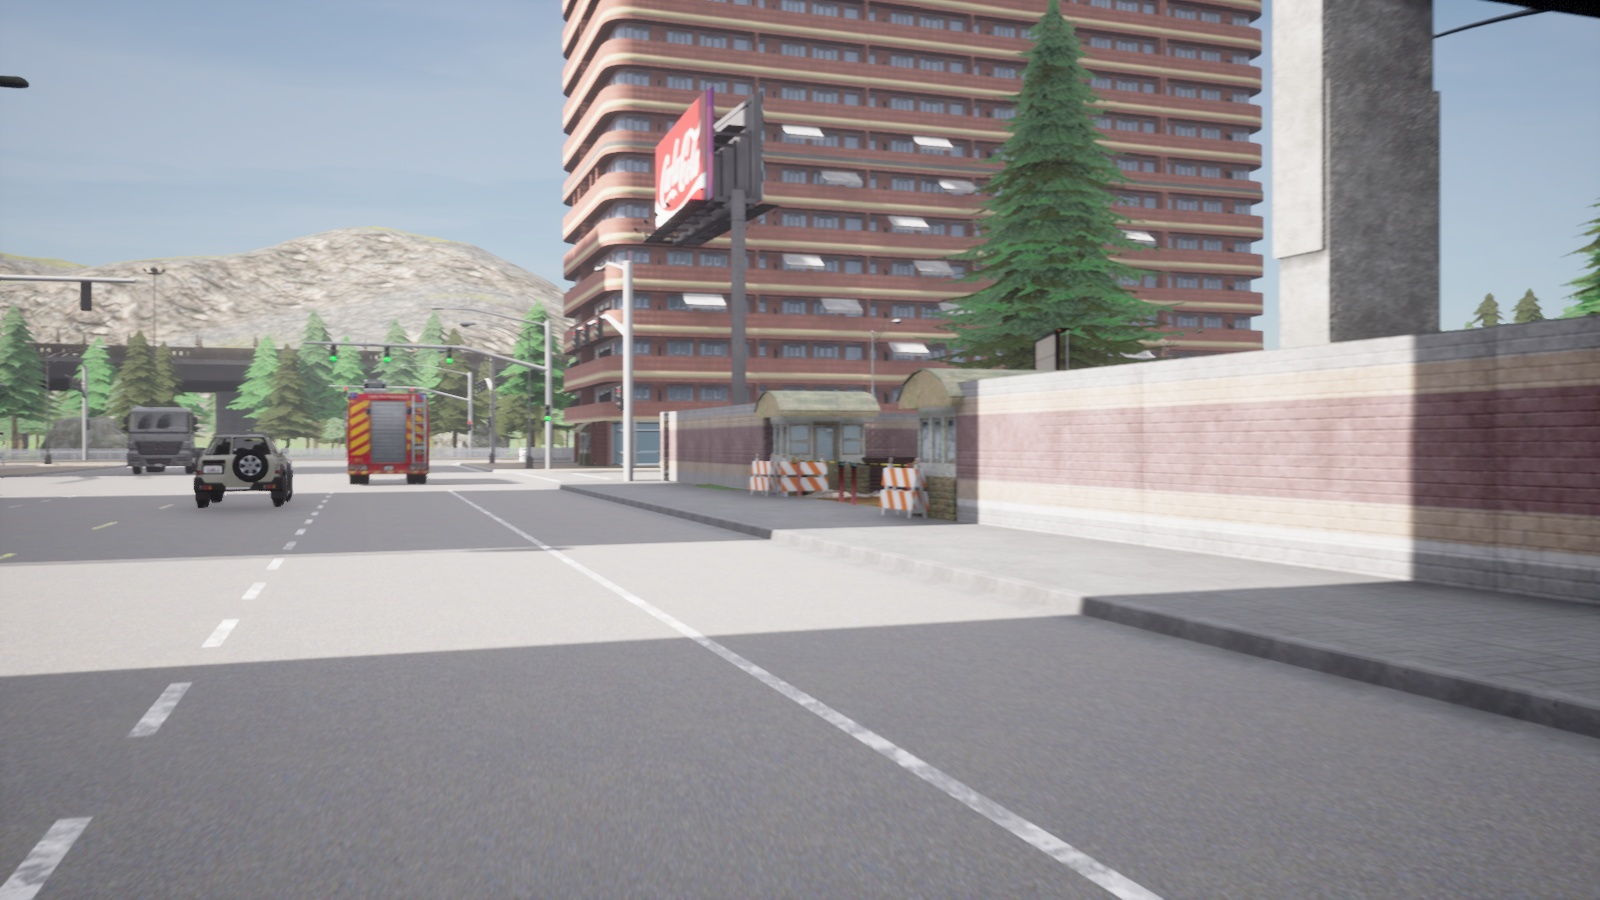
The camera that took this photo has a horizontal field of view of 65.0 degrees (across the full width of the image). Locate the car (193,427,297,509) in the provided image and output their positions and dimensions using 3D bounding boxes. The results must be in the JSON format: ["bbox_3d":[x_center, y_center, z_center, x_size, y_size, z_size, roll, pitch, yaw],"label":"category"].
[{"bbox_3d":[-13.559,0.403,30.900,1.932,1.855,4.605,0,0,-19],"label":"car"}]

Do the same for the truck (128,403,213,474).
[{"bbox_3d":[-32.792,-0.572,65.717,2.891,3.462,7.936,0,0,-19],"label":"truck"}]

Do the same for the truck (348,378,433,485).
[{"bbox_3d":[-16.162,-0.680,49.422,2.891,3.827,8.468,0,0,-19],"label":"truck"}]
